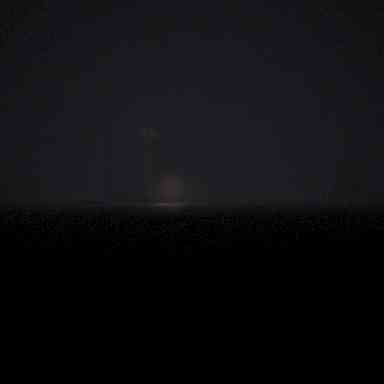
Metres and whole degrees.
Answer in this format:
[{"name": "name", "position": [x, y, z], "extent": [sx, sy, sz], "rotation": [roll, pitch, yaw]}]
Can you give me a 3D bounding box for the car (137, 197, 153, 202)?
[{"name": "car", "position": [-11.242, 1.975, 78.157], "extent": [1.837, 1.490, 4.892], "rotation": [0, 0, 36]}]
